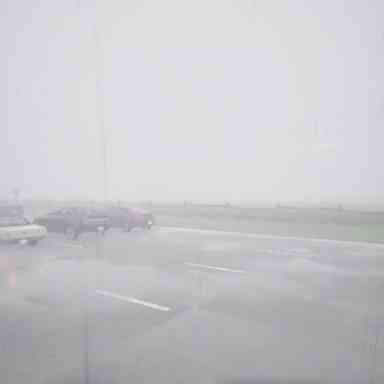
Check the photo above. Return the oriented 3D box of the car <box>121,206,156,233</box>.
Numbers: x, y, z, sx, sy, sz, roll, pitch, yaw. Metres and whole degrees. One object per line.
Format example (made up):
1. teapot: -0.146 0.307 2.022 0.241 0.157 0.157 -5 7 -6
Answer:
1. car: -4.204 1.533 19.765 4.674 1.442 1.812 0 0 36

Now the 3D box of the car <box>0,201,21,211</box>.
1. car: -16.415 1.485 28.476 5.008 1.535 1.882 0 0 36

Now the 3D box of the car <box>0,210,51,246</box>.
1. car: -8.293 1.616 14.084 4.718 1.301 1.895 0 0 36

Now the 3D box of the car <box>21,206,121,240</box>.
1. car: -6.236 1.495 16.916 4.902 1.511 2.128 0 0 36
